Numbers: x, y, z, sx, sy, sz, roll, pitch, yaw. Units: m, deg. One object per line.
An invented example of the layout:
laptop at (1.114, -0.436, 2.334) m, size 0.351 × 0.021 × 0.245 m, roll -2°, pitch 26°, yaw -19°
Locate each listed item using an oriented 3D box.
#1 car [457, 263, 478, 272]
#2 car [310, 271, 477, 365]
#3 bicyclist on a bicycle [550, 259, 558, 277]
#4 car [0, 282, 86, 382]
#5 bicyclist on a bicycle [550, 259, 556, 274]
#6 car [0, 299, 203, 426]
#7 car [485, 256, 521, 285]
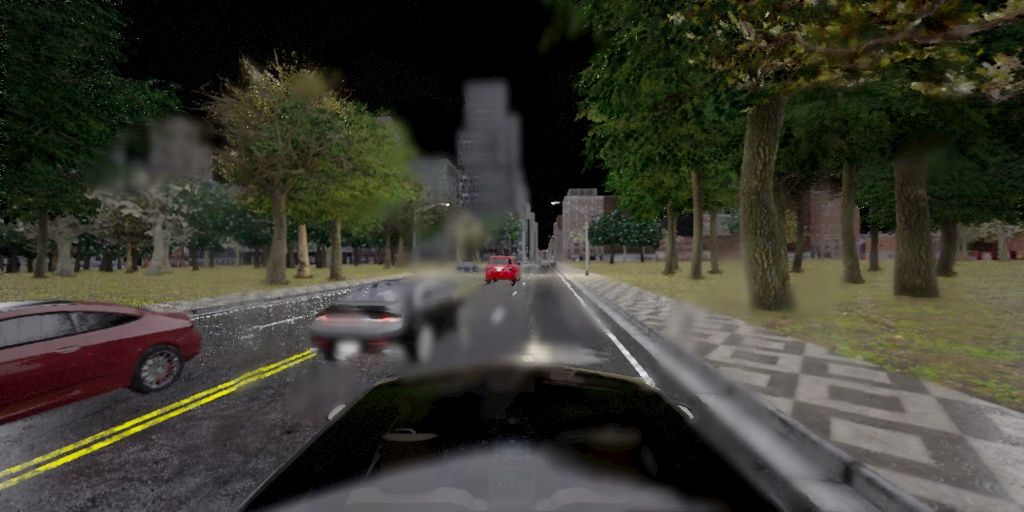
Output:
car at (-5.626, 1.526, 45.693) m, size 1.895 × 1.301 × 4.718 m, roll 0°, pitch 0°, yaw 5°
car at (-2.373, 1.264, 8.128) m, size 2.128 × 1.511 × 4.902 m, roll 0°, pitch 0°, yaw 5°
bicyclist on a bicycle at (4.195, 1.229, 35.222) m, size 0.659 × 1.776 × 1.843 m, roll 0°, pitch 0°, yaw 5°
car at (-9.435, 1.267, 4.520) m, size 2.128 × 1.511 × 4.902 m, roll 0°, pitch 0°, yaw 5°
bicyclist on a bicycle at (5.043, 1.272, 44.395) m, size 0.659 × 1.776 × 1.843 m, roll 0°, pitch 0°, yaw 5°
car at (-6.210, 1.294, 4.109) m, size 1.812 × 1.442 × 4.674 m, roll 0°, pitch 0°, yaw 5°
car at (-0.614, 1.054, 27.151) m, size 2.150 × 2.045 × 5.566 m, roll 0°, pitch 0°, yaw 5°
